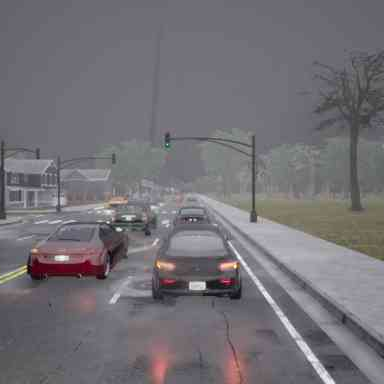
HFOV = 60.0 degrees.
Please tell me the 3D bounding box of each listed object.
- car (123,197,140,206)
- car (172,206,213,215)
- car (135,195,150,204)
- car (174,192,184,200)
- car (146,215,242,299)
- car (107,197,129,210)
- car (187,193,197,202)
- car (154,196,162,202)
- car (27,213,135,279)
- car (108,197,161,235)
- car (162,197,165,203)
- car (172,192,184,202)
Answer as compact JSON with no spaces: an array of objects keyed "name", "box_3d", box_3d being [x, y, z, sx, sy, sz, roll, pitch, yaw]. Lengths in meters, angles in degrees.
[{"name":"car","box_3d":[-9.844,1.545,54.395,1.994,1.385,4.181,0,0,0]},{"name":"car","box_3d":[0.031,1.504,17.429,1.837,1.490,4.892,0,0,1]},{"name":"car","box_3d":[-9.783,1.462,66.293,2.128,1.511,4.902,0,0,0]},{"name":"car","box_3d":[-3.268,1.029,85.070,2.150,2.045,5.566,0,0,0]},{"name":"car","box_3d":[0.099,1.525,8.295,1.812,1.442,4.674,0,0,0]},{"name":"car","box_3d":[-9.860,1.467,44.455,1.882,1.535,5.008,0,0,-1]},{"name":"car","box_3d":[-0.016,1.508,75.036,1.994,1.385,4.181,0,0,0]},{"name":"car","box_3d":[-6.601,1.472,54.789,2.128,1.511,4.902,0,0,0]},{"name":"car","box_3d":[-3.149,1.564,10.016,1.994,1.385,4.181,0,0,0]},{"name":"car","box_3d":[-3.164,1.351,18.664,2.097,1.767,4.553,0,0,0]},{"name":"car","box_3d":[-6.540,1.534,66.113,1.994,1.385,4.181,0,0,0]},{"name":"car","box_3d":[-3.266,1.311,75.006,2.097,1.767,4.553,0,0,0]}]
